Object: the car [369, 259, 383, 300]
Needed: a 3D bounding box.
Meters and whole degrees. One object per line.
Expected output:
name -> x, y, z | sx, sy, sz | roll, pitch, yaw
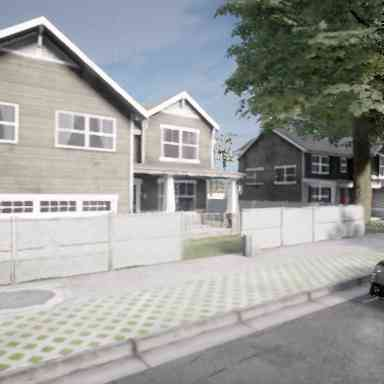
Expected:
car -> 5.603, 1.587, 7.055 | 4.181, 1.385, 1.994 | 0, 0, -36
